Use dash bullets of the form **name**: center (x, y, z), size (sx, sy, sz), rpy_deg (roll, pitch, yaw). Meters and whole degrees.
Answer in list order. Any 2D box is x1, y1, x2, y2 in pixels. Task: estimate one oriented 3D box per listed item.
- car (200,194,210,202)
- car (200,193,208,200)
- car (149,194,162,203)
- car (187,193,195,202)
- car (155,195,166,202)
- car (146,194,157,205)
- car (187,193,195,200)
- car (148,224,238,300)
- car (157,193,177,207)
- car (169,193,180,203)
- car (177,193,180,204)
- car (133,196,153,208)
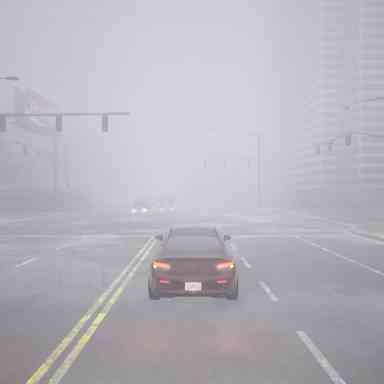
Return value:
- **car**: center (3.193, 1.515, 78.072), size (2.128, 1.511, 4.902), rpy_deg (0, 0, 0)
- **car**: center (3.152, 1.184, 88.360), size (2.097, 1.767, 4.553), rpy_deg (0, 0, 0)
- **car**: center (-7.287, 1.352, 67.043), size (2.097, 1.767, 4.553), rpy_deg (0, 0, 0)
- **car**: center (-0.308, 1.584, 78.440), size (1.895, 1.301, 4.718), rpy_deg (0, 0, 0)
- **car**: center (-7.304, 1.525, 77.458), size (2.128, 1.511, 4.902), rpy_deg (0, 0, 0)
- **car**: center (-7.306, 1.526, 56.991), size (1.812, 1.442, 4.674), rpy_deg (0, 0, 0)
- **car**: center (-0.348, 1.184, 88.345), size (2.097, 1.767, 4.553), rpy_deg (0, 0, 0)
- **car**: center (0.033, 1.526, 8.264), size (1.812, 1.442, 4.674), rpy_deg (0, 0, 0)
- **car**: center (-3.828, 1.221, 51.240), size (2.150, 2.045, 5.566), rpy_deg (0, 0, -4)
- **car**: center (-3.782, 1.225, 72.025), size (2.150, 2.045, 5.566), rpy_deg (0, 0, 0)
- **car**: center (-3.804, 1.221, 61.597), size (2.150, 2.045, 5.566), rpy_deg (0, 0, 0)
- **car**: center (-7.278, 1.601, 48.160), size (1.895, 1.301, 4.718), rpy_deg (0, 0, 0)
